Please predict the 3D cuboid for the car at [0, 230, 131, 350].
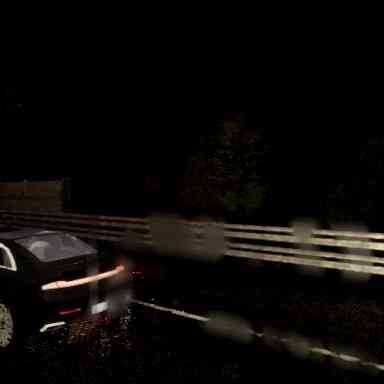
[{"bbox_3d":[-3.325,1.478,6.272,4.902,1.511,2.128,0,0,35],"label":"car"}]
